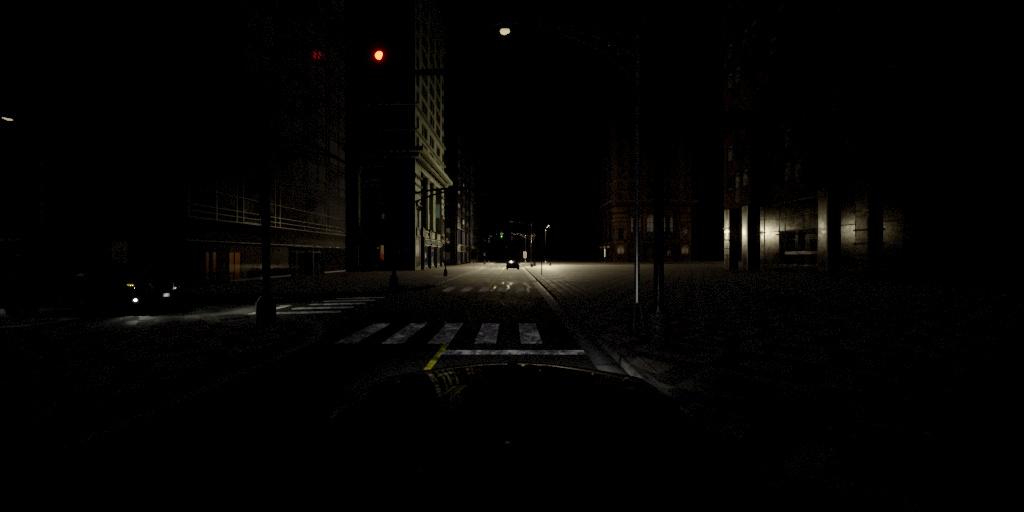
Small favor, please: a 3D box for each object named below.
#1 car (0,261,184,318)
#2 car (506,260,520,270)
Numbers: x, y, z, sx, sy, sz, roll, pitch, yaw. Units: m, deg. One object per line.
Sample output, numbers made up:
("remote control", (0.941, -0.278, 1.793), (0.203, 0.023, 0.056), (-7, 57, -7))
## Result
("car", (-16.103, 1.192, 13.818), (5.566, 2.045, 2.150), (-1, 0, 0))
("car", (0.117, 1.325, 53.436), (1.994, 1.385, 4.181), (0, 0, 0))
